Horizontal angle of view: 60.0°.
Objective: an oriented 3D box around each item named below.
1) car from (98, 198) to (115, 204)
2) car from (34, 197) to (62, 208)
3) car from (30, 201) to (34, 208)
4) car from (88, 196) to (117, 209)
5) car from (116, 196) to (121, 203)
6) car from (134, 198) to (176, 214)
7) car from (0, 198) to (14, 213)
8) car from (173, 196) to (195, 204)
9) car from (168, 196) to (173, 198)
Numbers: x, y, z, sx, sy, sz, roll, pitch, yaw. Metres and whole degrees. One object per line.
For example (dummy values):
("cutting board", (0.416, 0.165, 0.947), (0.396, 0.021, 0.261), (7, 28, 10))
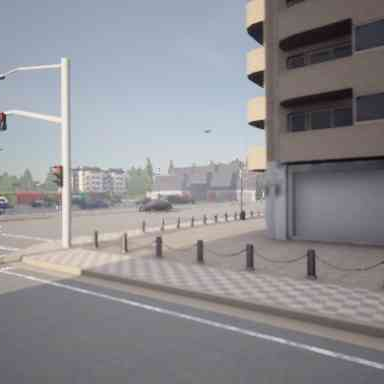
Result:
("car", (-22.003, 2.209, 85.577), (1.970, 1.475, 3.806), (-1, 0, 36))
("car", (-29.835, 1.935, 69.624), (1.932, 1.855, 4.605), (-1, 0, 36))
("car", (-32.151, 2.179, 71.360), (1.784, 1.438, 3.905), (-1, 0, 36))
("car", (-16.038, 1.987, 59.864), (1.970, 1.475, 3.806), (-1, 0, 36))
("car", (-19.657, 1.937, 83.885), (1.905, 1.878, 3.866), (-1, 0, 36))
("car", (-4.577, 1.837, 41.963), (1.882, 1.535, 5.008), (-1, 0, 35))
("car", (-29.516, 2.053, 50.938), (1.970, 1.475, 3.806), (-1, 0, 36))
("car", (-1.355, 1.680, 70.770), (1.932, 1.855, 4.605), (-1, 0, 36))
("car", (-3.677, 1.716, 72.498), (1.905, 1.878, 3.866), (-1, 0, 36))
